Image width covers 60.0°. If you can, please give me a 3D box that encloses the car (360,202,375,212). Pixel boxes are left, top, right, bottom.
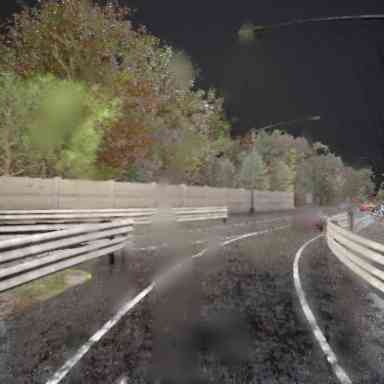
[{"bbox_3d":[32.109,2.643,60.786,2.097,1.767,4.553,1,-1,33],"label":"car"}]

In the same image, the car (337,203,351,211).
[{"bbox_3d":[27.510,2.709,60.144,2.128,1.511,4.902,1,-1,33],"label":"car"}]

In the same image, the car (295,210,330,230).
[{"bbox_3d":[9.247,2.020,25.201,1.994,1.385,4.181,1,-1,32],"label":"car"}]
